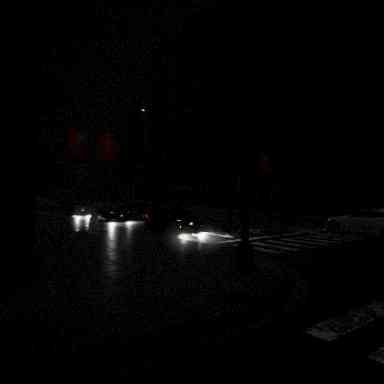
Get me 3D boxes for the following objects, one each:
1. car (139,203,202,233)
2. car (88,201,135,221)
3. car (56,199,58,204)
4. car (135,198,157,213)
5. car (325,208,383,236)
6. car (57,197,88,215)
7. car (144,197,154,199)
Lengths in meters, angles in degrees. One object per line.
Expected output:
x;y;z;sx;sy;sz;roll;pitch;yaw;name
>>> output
-1.207;1.619;20.347;1.994;1.385;4.181;0;0;-36;car
-6.944;1.619;28.334;1.812;1.442;4.674;0;0;-36;car
-25.137;1.745;65.113;2.128;1.511;4.902;0;0;-36;car
-6.378;1.739;39.020;1.895;1.301;4.718;0;0;-36;car
9.282;1.557;17.235;1.812;1.442;4.674;0;0;-36;car
-12.712;1.623;36.369;2.128;1.511;4.902;0;0;-35;car
-6.463;1.514;44.706;2.097;1.767;4.553;0;0;-36;car
